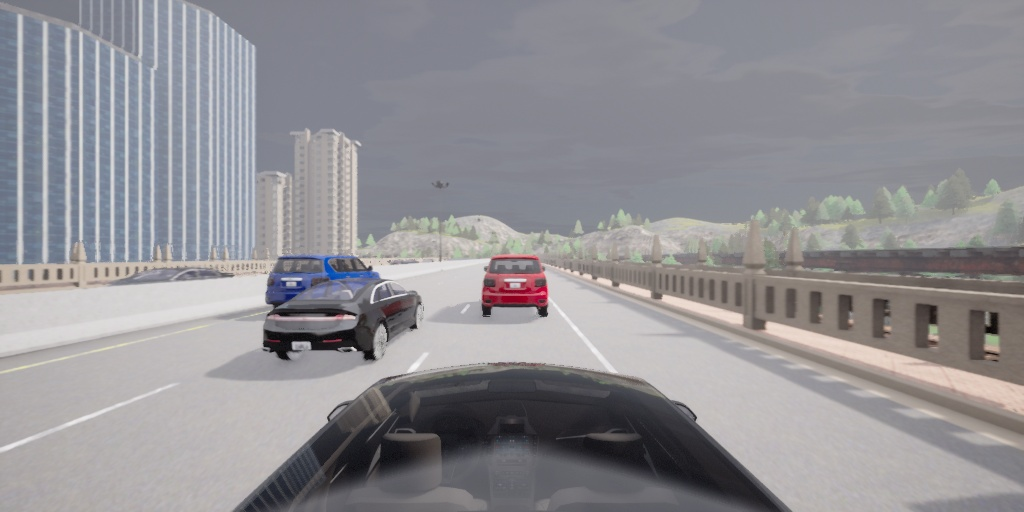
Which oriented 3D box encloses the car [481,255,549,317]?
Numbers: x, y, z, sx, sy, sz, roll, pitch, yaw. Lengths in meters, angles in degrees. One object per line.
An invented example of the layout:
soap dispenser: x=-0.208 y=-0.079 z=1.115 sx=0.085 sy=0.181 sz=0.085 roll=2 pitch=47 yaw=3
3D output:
car: x=0.094 y=0.972 z=13.403 sx=2.150 sy=2.045 sz=5.566 roll=0 pitch=0 yaw=0

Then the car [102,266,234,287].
car: x=-14.103 y=1.242 z=15.005 sx=2.128 sy=1.511 sz=4.902 roll=0 pitch=0 yaw=0

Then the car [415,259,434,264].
car: x=-13.411 y=1.278 z=56.881 sx=1.812 sy=1.442 sz=4.674 roll=0 pitch=0 yaw=2

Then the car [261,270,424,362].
car: x=-3.404 y=1.242 z=8.221 sx=2.128 sy=1.511 sz=4.902 roll=0 pitch=0 yaw=0

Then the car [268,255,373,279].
car: x=-6.905 y=0.972 z=13.894 sx=2.150 sy=2.045 sz=5.566 roll=0 pitch=0 yaw=0

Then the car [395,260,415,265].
car: x=-16.832 y=1.300 z=59.044 sx=2.033 sy=1.411 sz=5.357 roll=0 pitch=0 yaw=2

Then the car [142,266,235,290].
car: x=-21.100 y=1.352 z=23.719 sx=1.895 sy=1.301 sz=4.718 roll=0 pitch=0 yaw=0
